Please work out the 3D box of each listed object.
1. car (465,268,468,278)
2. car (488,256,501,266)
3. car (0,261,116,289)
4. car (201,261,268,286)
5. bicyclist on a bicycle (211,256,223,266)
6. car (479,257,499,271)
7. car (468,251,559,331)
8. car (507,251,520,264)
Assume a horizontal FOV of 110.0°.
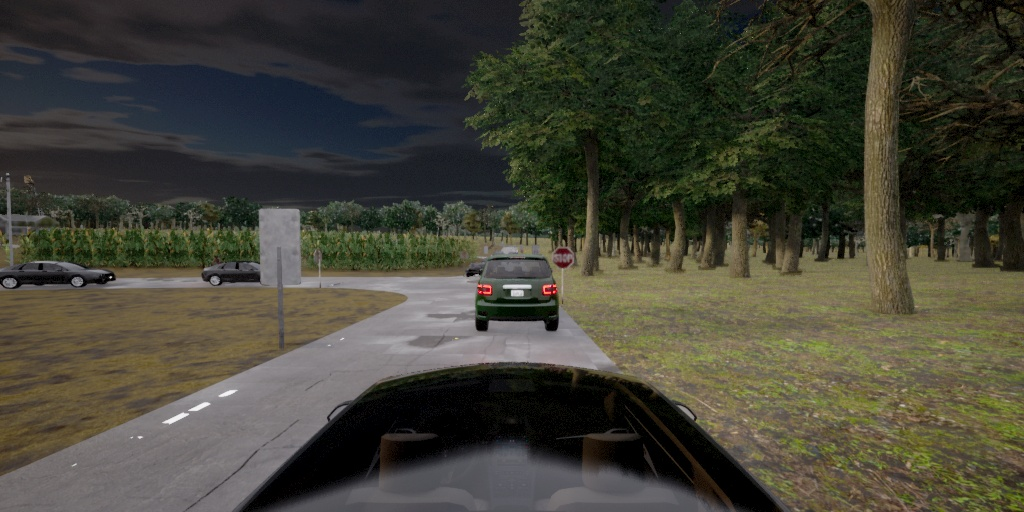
[{"bbox_3d":[-2.760,1.210,30.180,1.895,1.301,4.718,1,-1,0],"label":"car"},{"bbox_3d":[-2.682,0.727,55.763,1.812,1.442,4.674,0,1,0],"label":"car"},{"bbox_3d":[-26.875,1.071,21.216,4.892,1.490,1.837,0,2,-17],"label":"car"},{"bbox_3d":[-16.991,1.088,23.100,4.892,1.490,1.837,0,2,-7],"label":"car"},{"bbox_3d":[-23.380,0.821,28.447,0.582,1.620,1.656,0,1,-11],"label":"bicyclist on a bicycle"},{"bbox_3d":[-2.732,0.947,43.980,2.128,1.511,4.902,0,1,0],"label":"car"},{"bbox_3d":[0.125,0.960,11.066,2.150,2.045,5.566,0,0,0],"label":"car"},{"bbox_3d":[0.248,0.250,62.763,2.150,2.045,5.566,0,1,0],"label":"car"}]
